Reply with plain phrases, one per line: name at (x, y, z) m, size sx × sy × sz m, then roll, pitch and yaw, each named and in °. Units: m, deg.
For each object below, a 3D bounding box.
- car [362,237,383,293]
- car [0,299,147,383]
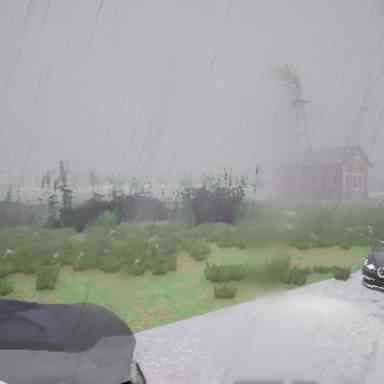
car at (5.835, 1.453, 7.671) m, size 4.892 × 1.490 × 1.837 m, roll 0°, pitch 0°, yaw -35°
car at (-2.578, 1.502, 1.647) m, size 4.902 × 1.511 × 2.128 m, roll 0°, pitch 0°, yaw -36°
